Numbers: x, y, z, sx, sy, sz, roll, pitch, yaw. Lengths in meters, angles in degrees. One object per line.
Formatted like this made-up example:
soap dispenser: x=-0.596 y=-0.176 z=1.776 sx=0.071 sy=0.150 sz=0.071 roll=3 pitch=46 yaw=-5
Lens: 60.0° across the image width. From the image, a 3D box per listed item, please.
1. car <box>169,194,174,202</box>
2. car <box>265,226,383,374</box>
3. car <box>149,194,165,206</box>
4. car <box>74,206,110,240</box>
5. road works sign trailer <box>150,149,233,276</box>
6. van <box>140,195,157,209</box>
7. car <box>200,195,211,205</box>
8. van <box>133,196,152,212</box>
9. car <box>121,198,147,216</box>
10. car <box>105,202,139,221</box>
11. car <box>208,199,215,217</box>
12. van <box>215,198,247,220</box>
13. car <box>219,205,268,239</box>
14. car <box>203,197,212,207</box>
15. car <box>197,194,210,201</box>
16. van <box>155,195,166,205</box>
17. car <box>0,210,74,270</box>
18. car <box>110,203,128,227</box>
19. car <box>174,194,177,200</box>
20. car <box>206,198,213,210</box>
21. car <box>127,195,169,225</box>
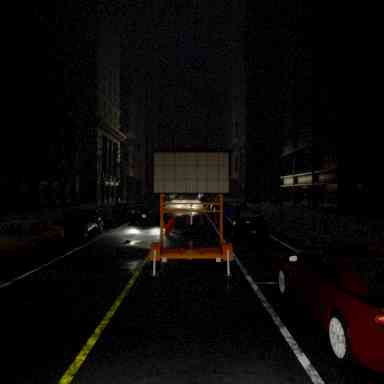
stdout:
car: x=-5.923 y=1.616 z=78.920 sx=1.887 sy=1.381 sz=4.507 roll=0 pitch=0 yaw=0
car: x=2.753 y=1.545 z=5.680 sx=1.887 sy=1.381 sz=4.507 roll=0 pitch=0 yaw=0
car: x=-5.877 y=1.353 z=56.373 sx=2.192 sy=1.841 sz=5.009 roll=0 pitch=0 yaw=0
car: x=-5.796 y=1.569 z=16.917 sx=1.947 sy=1.339 sz=4.313 roll=0 pitch=0 yaw=0
road works sign trailer: x=-0.018 y=0.465 z=10.331 sx=2.380 sy=3.560 sz=2.880 roll=0 pitch=0 yaw=0
van: x=-5.854 y=1.366 z=45.101 sx=1.690 sy=1.788 sz=3.998 roll=0 pitch=0 yaw=0
car: x=2.660 y=1.576 z=50.769 sx=1.887 sy=1.381 sz=4.507 roll=0 pitch=0 yaw=0
van: x=-5.843 y=1.360 z=39.464 sx=1.690 sy=1.788 sz=3.998 roll=0 pitch=0 yaw=0
car: x=-5.831 y=1.454 z=33.828 sx=1.967 sy=1.590 sz=4.097 roll=0 pitch=0 yaw=0
car: x=-5.819 y=1.575 z=28.191 sx=1.947 sy=1.339 sz=4.313 roll=0 pitch=0 yaw=0
car: x=2.706 y=1.560 z=28.225 sx=2.008 sy=1.369 sz=4.403 roll=0 pitch=0 yaw=0
van: x=2.717 y=1.347 z=22.588 sx=1.690 sy=1.788 sz=3.998 roll=0 pitch=0 yaw=0
car: x=2.729 y=1.554 z=16.952 sx=2.008 sy=1.369 sz=4.403 roll=0 pitch=0 yaw=0
car: x=2.683 y=1.570 z=39.497 sx=2.008 sy=1.369 sz=4.403 roll=0 pitch=0 yaw=0
car: x=2.636 y=1.360 z=62.042 sx=2.192 sy=1.841 sz=5.009 roll=0 pitch=0 yaw=0
van: x=-5.889 y=1.386 z=62.009 sx=1.690 sy=1.788 sz=3.998 roll=0 pitch=0 yaw=0
car: x=-5.784 y=1.527 z=11.111 sx=1.752 sy=1.417 sz=4.829 roll=0 pitch=0 yaw=0
car: x=-5.807 y=1.588 z=22.555 sx=1.802 sy=1.307 sz=4.206 roll=0 pitch=0 yaw=0
car: x=-5.946 y=1.658 z=90.193 sx=1.947 sy=1.339 sz=4.313 roll=0 pitch=0 yaw=0
car: x=2.694 y=1.596 z=33.861 sx=1.802 sy=1.307 sz=4.206 roll=0 pitch=0 yaw=0
car: x=-3.148 y=1.228 z=24.534 sx=2.150 sy=2.045 sz=5.566 roll=0 pitch=0 yaw=0
